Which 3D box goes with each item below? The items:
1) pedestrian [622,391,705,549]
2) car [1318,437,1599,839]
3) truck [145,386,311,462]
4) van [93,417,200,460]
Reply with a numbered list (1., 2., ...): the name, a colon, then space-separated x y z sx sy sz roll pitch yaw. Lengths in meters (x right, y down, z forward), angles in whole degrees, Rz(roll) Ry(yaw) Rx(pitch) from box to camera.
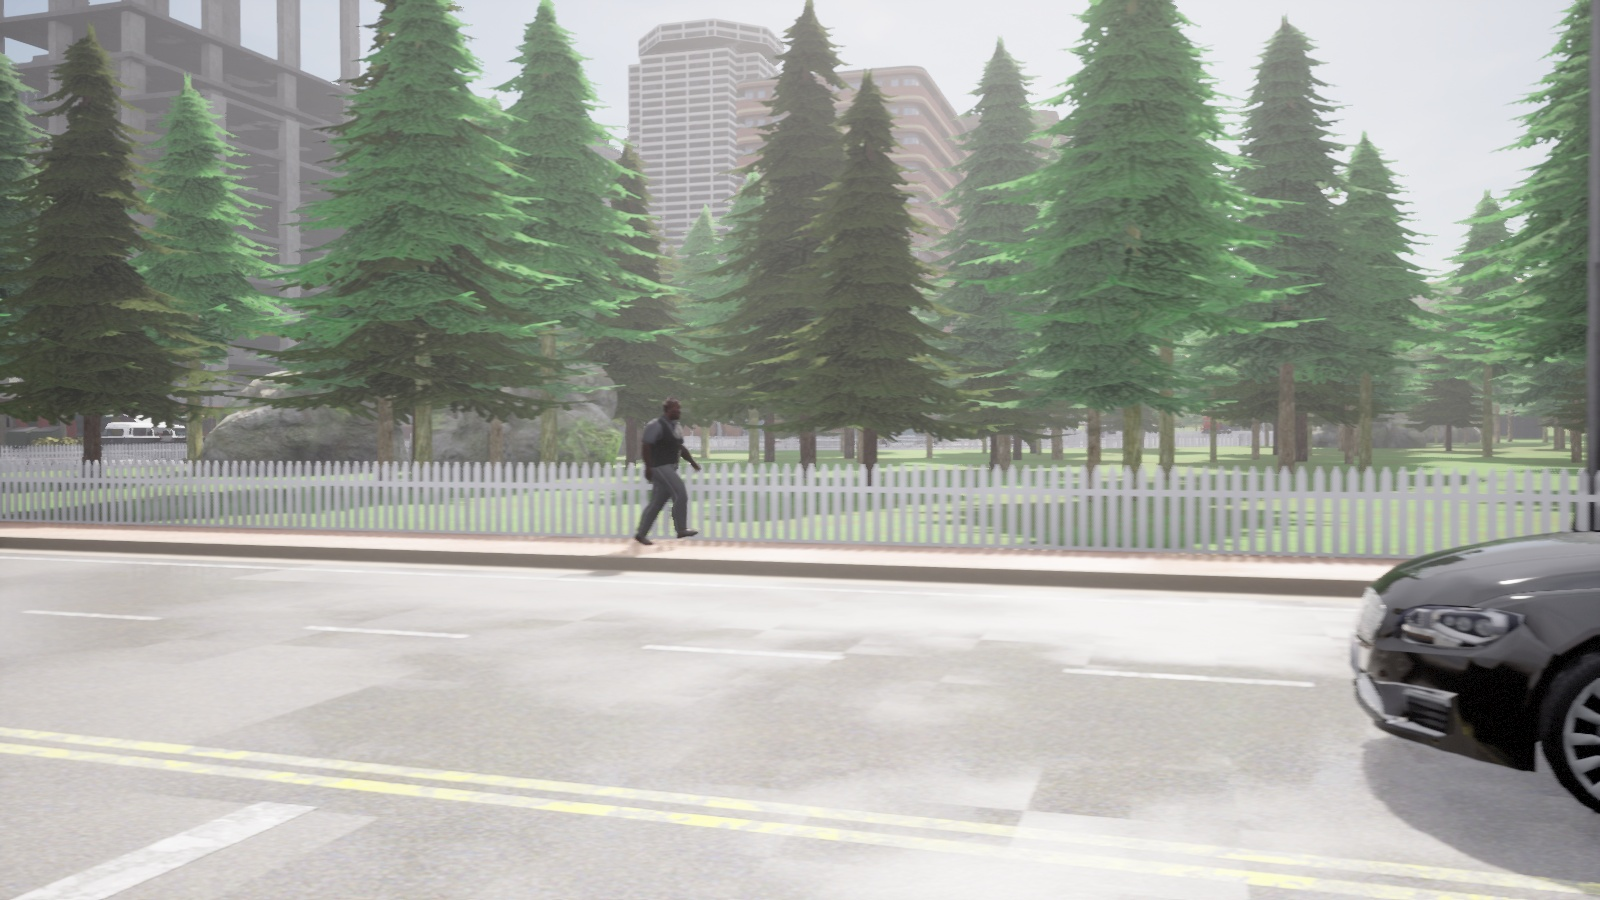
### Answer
1. pedestrian: -1.672 0.230 15.377 0.849 1.883 0.563 1 1 19
2. car: 4.890 0.718 5.240 4.902 1.511 2.128 1 1 19
3. truck: -27.978 -1.269 61.908 2.891 3.462 7.936 1 1 17
4. van: -31.827 -0.570 61.324 2.069 2.038 4.480 1 1 17
